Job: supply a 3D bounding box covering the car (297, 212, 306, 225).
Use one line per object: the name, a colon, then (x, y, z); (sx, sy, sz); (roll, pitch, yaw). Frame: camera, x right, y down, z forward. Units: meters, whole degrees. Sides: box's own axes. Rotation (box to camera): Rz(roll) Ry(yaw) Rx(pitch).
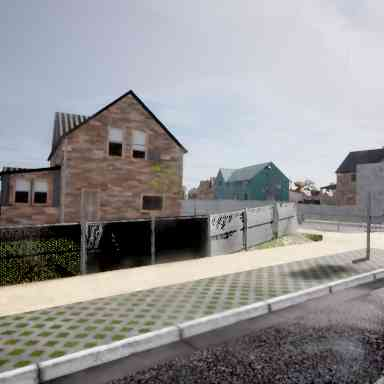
car: (6.504, 1.702, 25.585); (1.837, 1.490, 4.892); (3, -2, -28)
